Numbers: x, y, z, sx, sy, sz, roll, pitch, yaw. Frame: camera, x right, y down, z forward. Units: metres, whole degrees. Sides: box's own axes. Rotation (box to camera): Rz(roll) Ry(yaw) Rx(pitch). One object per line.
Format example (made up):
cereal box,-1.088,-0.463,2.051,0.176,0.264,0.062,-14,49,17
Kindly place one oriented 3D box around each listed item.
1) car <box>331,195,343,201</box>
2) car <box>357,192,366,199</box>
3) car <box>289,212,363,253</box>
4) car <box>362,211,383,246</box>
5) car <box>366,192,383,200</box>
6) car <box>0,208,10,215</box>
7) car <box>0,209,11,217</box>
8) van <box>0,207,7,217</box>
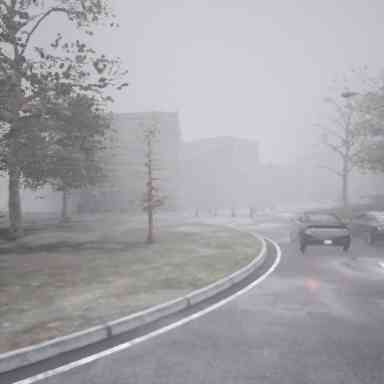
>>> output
car,30.075,1.302,68.155,1.837,1.490,4.892,-1,0,44
car,41.172,0.802,79.481,2.097,1.767,4.553,-1,0,44
car,5.401,1.626,14.498,2.128,1.511,4.902,0,-1,10
car,8.717,1.651,15.876,1.812,1.442,4.674,0,-1,4
car,41.853,0.934,75.533,1.882,1.535,5.008,-1,0,44
car,-35.177,3.914,63.289,2.002,1.452,4.674,2,-5,-35
car,-38.344,4.310,67.764,2.163,1.488,4.792,0,-4,-35
van,-41.575,4.470,72.357,1.878,1.987,4.442,0,-4,-35
